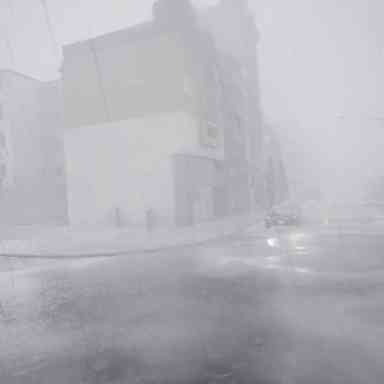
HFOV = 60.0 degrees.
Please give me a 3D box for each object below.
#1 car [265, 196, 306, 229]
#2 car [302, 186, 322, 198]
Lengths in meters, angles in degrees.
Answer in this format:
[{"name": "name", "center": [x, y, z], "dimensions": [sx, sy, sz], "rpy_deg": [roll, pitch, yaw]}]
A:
[{"name": "car", "center": [5.466, 1.240, 19.306], "dimensions": [1.812, 1.442, 4.674], "rpy_deg": [-3, 0, 23]}, {"name": "car", "center": [15.669, 0.226, 43.404], "dimensions": [2.150, 2.045, 5.566], "rpy_deg": [-3, 0, 23]}]
